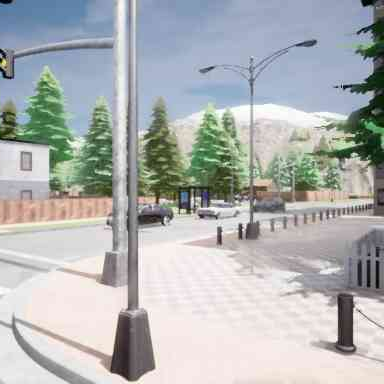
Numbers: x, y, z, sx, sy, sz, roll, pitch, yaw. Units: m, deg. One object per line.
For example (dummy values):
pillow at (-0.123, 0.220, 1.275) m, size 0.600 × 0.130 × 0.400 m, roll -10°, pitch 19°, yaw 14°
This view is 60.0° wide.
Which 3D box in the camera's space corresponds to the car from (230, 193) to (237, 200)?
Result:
car at (10.741, 1.144, 79.113) m, size 1.905 × 1.878 × 3.866 m, roll 0°, pitch 0°, yaw 36°

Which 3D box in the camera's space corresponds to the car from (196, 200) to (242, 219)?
car at (2.412, 1.585, 28.616) m, size 1.895 × 1.301 × 4.718 m, roll 0°, pitch 0°, yaw 37°

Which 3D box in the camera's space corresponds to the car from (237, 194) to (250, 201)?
car at (13.005, 1.143, 77.953) m, size 1.932 × 1.855 × 4.605 m, roll 0°, pitch 0°, yaw 36°

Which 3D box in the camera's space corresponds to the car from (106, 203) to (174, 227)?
car at (-3.209, 1.475, 21.227) m, size 2.128 × 1.511 × 4.902 m, roll 0°, pitch 0°, yaw 37°

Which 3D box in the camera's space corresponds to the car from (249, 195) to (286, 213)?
car at (8.606, 1.336, 36.723) m, size 2.097 × 1.767 × 4.553 m, roll 0°, pitch 0°, yaw 38°
